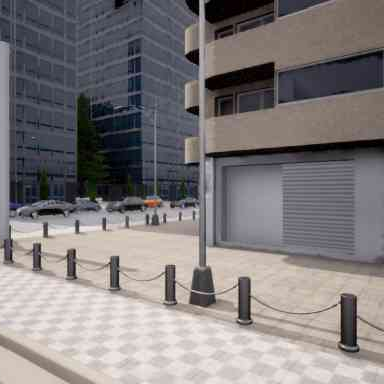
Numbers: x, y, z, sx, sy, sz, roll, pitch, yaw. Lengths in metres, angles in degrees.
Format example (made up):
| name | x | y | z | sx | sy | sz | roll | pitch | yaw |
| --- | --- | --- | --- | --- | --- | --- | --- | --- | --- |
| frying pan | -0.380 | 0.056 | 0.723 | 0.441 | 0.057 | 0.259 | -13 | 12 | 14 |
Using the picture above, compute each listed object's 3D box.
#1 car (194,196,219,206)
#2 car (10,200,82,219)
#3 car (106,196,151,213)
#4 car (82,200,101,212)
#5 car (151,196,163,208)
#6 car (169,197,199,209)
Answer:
| name | x | y | z | sx | sy | sz | roll | pitch | yaw |
| --- | --- | --- | --- | --- | --- | --- | --- | --- | --- |
| car | 2.504 | 1.470 | 54.971 | 1.812 | 1.442 | 4.674 | 0 | 0 | 36 |
| car | -12.415 | 1.436 | 28.422 | 2.128 | 1.511 | 4.902 | 0 | 0 | 36 |
| car | -7.073 | 1.297 | 35.824 | 2.097 | 1.767 | 4.553 | 0 | 0 | 36 |
| car | -11.748 | 1.508 | 35.319 | 1.994 | 1.385 | 4.181 | 0 | 0 | 36 |
| car | -5.833 | 1.298 | 43.514 | 2.097 | 1.767 | 4.553 | 0 | 0 | 36 |
| car | -1.001 | 1.449 | 44.222 | 1.837 | 1.490 | 4.892 | 0 | 0 | 36 |
